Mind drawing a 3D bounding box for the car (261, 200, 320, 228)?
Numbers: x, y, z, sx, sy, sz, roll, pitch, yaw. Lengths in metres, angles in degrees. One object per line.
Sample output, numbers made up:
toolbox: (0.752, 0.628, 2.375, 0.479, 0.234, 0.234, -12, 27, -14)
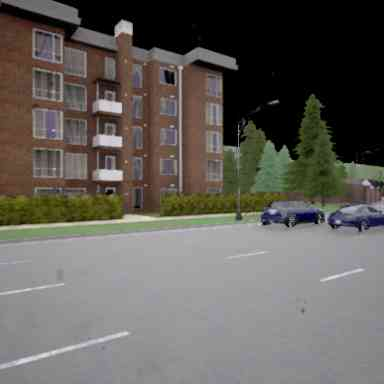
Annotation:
car: (6.593, 1.279, 21.581, 4.553, 1.767, 2.097, 0, 0, -38)

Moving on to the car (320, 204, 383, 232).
car: (9.779, 1.448, 19.329, 4.674, 1.442, 1.812, 0, 0, -36)
